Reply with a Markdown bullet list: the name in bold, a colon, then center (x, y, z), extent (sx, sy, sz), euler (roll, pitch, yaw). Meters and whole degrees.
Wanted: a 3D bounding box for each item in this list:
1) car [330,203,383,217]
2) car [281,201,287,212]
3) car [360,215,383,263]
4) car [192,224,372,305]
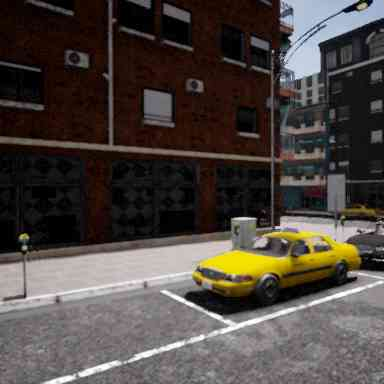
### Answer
- **car**: center (16.215, 1.804, 33.082), extent (1.752, 1.417, 4.829), euler (-1, 0, -36)
- **car**: center (9.877, 1.747, 41.947), extent (1.967, 1.590, 4.097), euler (-1, 0, -36)
- **car**: center (7.019, 1.665, 11.572), extent (4.403, 1.369, 2.008), euler (1, -1, -35)
- **car**: center (2.268, 1.586, 8.187), extent (4.829, 1.417, 1.752), euler (1, -1, -35)
